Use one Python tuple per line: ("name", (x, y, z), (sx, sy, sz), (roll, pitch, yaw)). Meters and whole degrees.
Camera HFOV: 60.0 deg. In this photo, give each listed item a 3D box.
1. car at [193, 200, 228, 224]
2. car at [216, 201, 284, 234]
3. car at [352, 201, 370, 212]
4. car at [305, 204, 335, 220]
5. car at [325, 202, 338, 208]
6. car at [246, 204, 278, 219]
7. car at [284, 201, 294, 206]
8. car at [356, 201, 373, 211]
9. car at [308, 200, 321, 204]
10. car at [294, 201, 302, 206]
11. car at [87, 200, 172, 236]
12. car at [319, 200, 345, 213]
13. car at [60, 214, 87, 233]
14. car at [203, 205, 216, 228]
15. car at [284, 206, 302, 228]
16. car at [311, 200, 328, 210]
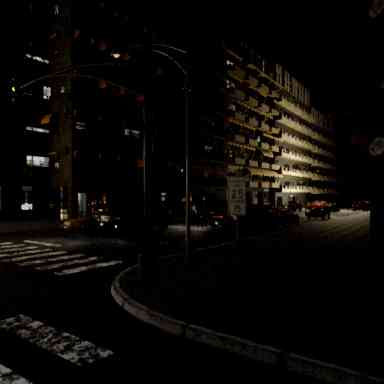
("car", (2.342, 1.728, 29.707), (2.150, 2.045, 5.566), (0, -1, 34))
("car", (3.987, 1.711, 22.030), (2.192, 1.841, 5.009), (-1, -2, 35))
("car", (29.909, 2.522, 59.188), (2.192, 1.841, 5.009), (-1, -2, 35))
("car", (13.709, 2.284, 35.957), (1.802, 1.307, 4.206), (-1, -2, 35))
("car", (32.752, 3.067, 77.844), (1.887, 1.381, 4.507), (-1, -2, 35))
("car", (8.068, 2.191, 37.889), (1.837, 1.490, 4.892), (0, -1, 35))
("car", (13.211, 2.446, 49.835), (1.752, 1.417, 4.829), (-1, -2, 35))
("car", (33.150, 2.621, 63.834), (2.192, 1.841, 5.009), (-1, -2, 35))
("car", (23.031, 2.771, 63.910), (1.887, 1.381, 4.507), (-1, -2, 35))
("car", (16.548, 2.340, 54.625), (2.192, 1.841, 5.009), (-1, -2, 35))
("car", (-3.566, 1.541, 21.237), (2.150, 2.045, 5.566), (0, -1, 35))
("car", (22.157, 2.529, 52.513), (2.128, 1.511, 4.902), (0, -1, 35))
("car", (-6.231, 1.834, 21.965), (1.752, 1.417, 4.829), (-1, -2, 35))
("car", (3.091, 1.945, 25.183), (1.837, 1.490, 4.892), (0, -1, 35))
("car", (7.228, 2.043, 26.669), (1.887, 1.381, 4.507), (-1, -2, 35))
("car", (26.270, 2.640, 68.559), (2.192, 1.841, 5.009), (-1, -2, 35))
